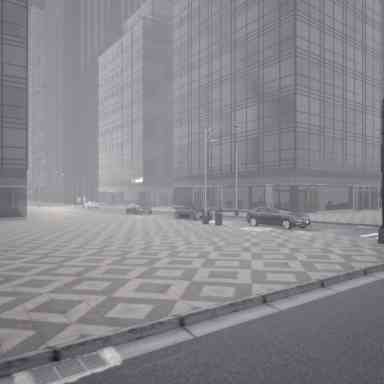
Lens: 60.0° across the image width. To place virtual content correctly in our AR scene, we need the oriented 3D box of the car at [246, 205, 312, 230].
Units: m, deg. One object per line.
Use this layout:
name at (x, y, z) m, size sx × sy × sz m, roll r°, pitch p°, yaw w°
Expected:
car at (5.901, 1.719, 23.067) m, size 1.837 × 1.490 × 4.892 m, roll 0°, pitch -1°, yaw -36°

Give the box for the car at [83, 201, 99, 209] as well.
car at (-19.178, 2.477, 63.097) m, size 1.812 × 1.442 × 4.674 m, roll 0°, pitch -1°, yaw -36°

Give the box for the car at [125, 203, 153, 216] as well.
car at (-6.509, 2.065, 40.197) m, size 1.812 × 1.442 × 4.674 m, roll 0°, pitch -1°, yaw -36°

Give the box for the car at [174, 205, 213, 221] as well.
car at (0.088, 1.930, 31.072) m, size 1.994 × 1.385 × 4.181 m, roll 0°, pitch -1°, yaw -37°
